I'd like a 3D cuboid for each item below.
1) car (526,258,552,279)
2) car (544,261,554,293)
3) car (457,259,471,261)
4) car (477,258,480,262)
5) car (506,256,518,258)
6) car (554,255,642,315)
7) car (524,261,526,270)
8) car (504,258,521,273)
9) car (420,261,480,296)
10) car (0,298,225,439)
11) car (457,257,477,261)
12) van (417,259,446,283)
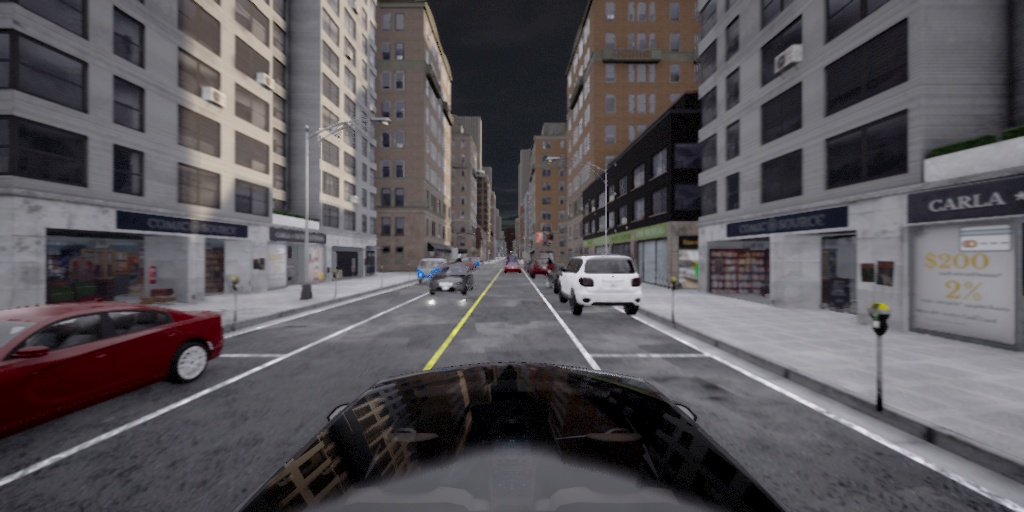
[{"bbox_3d":[2.668,1.056,32.288,2.192,1.841,5.009,0,0,0],"label":"car"},{"bbox_3d":[3.140,1.224,20.675,1.882,1.535,5.008,0,0,0],"label":"car"},{"bbox_3d":[-5.857,1.303,37.869,1.948,1.339,4.313,0,0,0],"label":"car"},{"bbox_3d":[-5.856,1.276,49.040,1.888,1.381,4.507,0,0,0],"label":"car"},{"bbox_3d":[0.014,0.947,57.231,2.150,2.045,5.566,0,0,1],"label":"car"},{"bbox_3d":[3.106,0.976,13.705,2.150,2.045,5.566,0,0,0],"label":"car"},{"bbox_3d":[2.669,1.288,37.873,2.007,1.370,4.403,0,0,0],"label":"car"},{"bbox_3d":[0.087,1.297,43.389,1.994,1.385,4.181,0,0,0],"label":"car"},{"bbox_3d":[-3.098,1.238,19.185,2.128,1.511,4.902,0,0,0],"label":"car"},{"bbox_3d":[-5.857,1.295,4.352,1.888,1.381,4.507,0,0,0],"label":"car"},{"bbox_3d":[-5.856,1.049,43.453,2.192,1.841,5.009,0,0,0],"label":"car"},{"bbox_3d":[-5.857,1.084,26.696,1.690,1.789,3.998,0,0,0],"label":"van"}]
